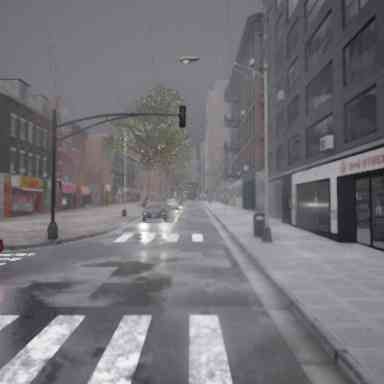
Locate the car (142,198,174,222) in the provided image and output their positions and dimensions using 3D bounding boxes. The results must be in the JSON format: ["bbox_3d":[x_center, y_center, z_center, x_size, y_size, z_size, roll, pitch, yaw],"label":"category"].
[{"bbox_3d":[-2.726,1.450,25.978,1.837,1.490,4.892,0,0,0],"label":"car"}]

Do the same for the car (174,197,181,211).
[{"bbox_3d":[-2.645,1.507,41.271,1.812,1.442,4.674,0,0,0],"label":"car"}]

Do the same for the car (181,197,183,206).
[{"bbox_3d":[-2.472,1.539,58.254,2.128,1.511,4.902,0,-1,0],"label":"car"}]

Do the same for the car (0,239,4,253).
[{"bbox_3d":[-8.047,1.607,9.358,4.718,1.301,1.895,-1,-2,7],"label":"car"}]
